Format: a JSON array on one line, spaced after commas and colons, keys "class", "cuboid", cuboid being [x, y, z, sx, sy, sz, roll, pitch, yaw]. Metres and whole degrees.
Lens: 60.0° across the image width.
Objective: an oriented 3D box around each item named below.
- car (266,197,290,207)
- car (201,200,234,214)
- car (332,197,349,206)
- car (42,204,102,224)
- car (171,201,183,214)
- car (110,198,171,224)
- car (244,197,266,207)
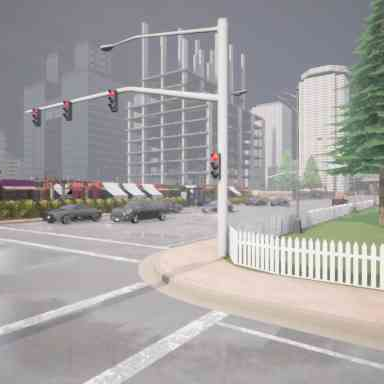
[{"class": "car", "cuboid": [13.481, 1.507, 50.938, 1.837, 1.490, 4.892, 0, -1, 34]}, {"class": "car", "cuboid": [2.811, 1.526, 35.271, 1.812, 1.442, 4.674, 0, 0, 34]}, {"class": "car", "cuboid": [23.959, 1.478, 53.738, 1.882, 1.535, 5.008, 0, 0, 34]}, {"class": "car", "cuboid": [-8.721, 1.564, 24.479, 1.994, 1.385, 4.181, 0, 0, 34]}, {"class": "car", "cuboid": [-3.027, 1.547, 32.907, 2.033, 1.411, 5.357, 0, 0, 34]}, {"class": "car", "cuboid": [-4.008, 1.352, 25.202, 2.097, 1.767, 4.553, 0, 0, 34]}, {"class": "car", "cuboid": [10.095, 1.548, 52.189, 2.033, 1.411, 5.357, 0, 0, 34]}]
